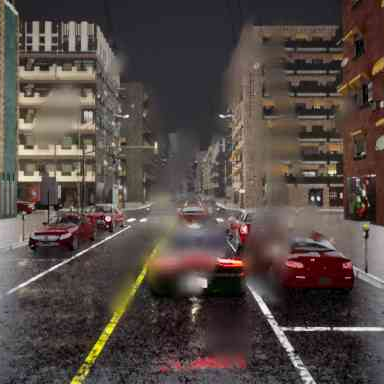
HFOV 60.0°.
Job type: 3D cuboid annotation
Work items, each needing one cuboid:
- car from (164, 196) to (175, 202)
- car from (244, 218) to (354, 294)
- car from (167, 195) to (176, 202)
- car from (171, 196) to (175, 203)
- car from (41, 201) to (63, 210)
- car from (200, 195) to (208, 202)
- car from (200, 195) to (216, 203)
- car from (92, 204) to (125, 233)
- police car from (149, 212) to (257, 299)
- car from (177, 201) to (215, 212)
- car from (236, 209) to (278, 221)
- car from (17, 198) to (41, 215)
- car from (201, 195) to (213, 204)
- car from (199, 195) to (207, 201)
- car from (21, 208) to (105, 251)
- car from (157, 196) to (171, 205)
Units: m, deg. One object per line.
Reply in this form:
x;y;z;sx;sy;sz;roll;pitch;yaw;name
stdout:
-5.025;1.575;74.884;1.947;1.339;4.313;1;0;0;car
2.605;1.584;8.553;1.802;1.307;4.206;1;0;0;car
-5.004;1.555;80.555;1.887;1.381;4.507;1;0;0;car
-5.047;1.535;69.043;1.752;1.417;4.829;1;0;0;car
-17.478;1.590;39.092;4.313;1.339;1.947;0;-1;0;car
2.877;1.555;80.556;1.887;1.381;4.507;1;0;0;car
2.770;1.559;52.201;2.008;1.369;4.403;1;0;0;car
-5.240;1.444;19.659;1.967;1.590;4.097;1;0;0;car
0.129;1.506;8.538;2.038;1.542;4.974;0;0;0;police car
0.135;1.482;18.999;1.882;1.535;5.008;0;0;0;car
2.628;1.443;14.102;1.967;1.590;4.097;1;0;0;car
-17.446;1.240;31.216;5.009;1.841;2.192;0;-1;0;car
2.814;1.449;63.543;1.967;1.590;4.097;1;0;0;car
2.898;1.561;86.226;2.008;1.369;4.403;1;0;0;car
-5.259;1.585;14.110;1.802;1.307;4.206;1;0;0;car
-5.090;1.534;57.701;1.752;1.417;4.829;1;0;0;car
